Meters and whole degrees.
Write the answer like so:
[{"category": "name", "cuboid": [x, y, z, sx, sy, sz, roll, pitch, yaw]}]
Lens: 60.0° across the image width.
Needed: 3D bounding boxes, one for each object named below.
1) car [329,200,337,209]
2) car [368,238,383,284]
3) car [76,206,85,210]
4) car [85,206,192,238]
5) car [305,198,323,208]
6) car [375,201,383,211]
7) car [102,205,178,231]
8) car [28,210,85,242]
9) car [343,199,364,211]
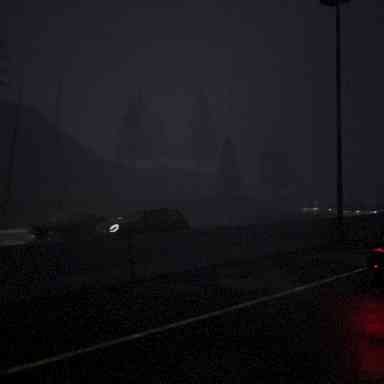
[{"category": "car", "cuboid": [23.803, 1.961, 54.498, 2.033, 1.411, 5.357, -1, -1, 33]}, {"category": "car", "cuboid": [6.348, 1.547, 8.651, 4.902, 1.511, 2.128, 0, 0, -40]}, {"category": "car", "cuboid": [-7.684, 1.779, 24.648, 4.902, 1.511, 2.128, 0, -1, -39]}, {"category": "car", "cuboid": [-2.254, 1.521, 15.590, 4.553, 1.767, 2.097, 0, -1, -39]}, {"category": "car", "cuboid": [20.460, 1.797, 55.810, 2.097, 1.767, 4.553, -1, -1, 34]}, {"category": "car", "cuboid": [27.027, 1.921, 46.757, 1.895, 1.301, 4.718, -1, -1, 35]}, {"category": "car", "cuboid": [-3.579, 1.746, 23.497, 4.902, 1.511, 2.128, 0, -1, -40]}, {"category": "car", "cuboid": [-5.790, 1.805, 17.210, 4.718, 1.301, 1.895, 0, -1, -38]}, {"category": "car", "cuboid": [23.467, 1.854, 47.824, 1.837, 1.490, 4.892, -1, -1, 36]}]
